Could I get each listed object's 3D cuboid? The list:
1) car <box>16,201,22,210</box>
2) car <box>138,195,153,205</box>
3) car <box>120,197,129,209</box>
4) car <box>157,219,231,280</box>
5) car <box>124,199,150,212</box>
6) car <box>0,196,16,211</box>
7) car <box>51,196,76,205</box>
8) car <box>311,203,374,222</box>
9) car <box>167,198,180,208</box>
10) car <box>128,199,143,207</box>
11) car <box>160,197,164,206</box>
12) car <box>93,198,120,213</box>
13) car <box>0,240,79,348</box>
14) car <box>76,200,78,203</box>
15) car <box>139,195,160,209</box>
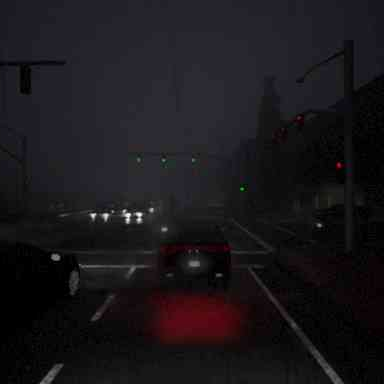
[{"bbox_3d":[-24.909,1.474,44.164,3.866,1.878,1.905,0,0,0],"label":"car"},{"bbox_3d":[-9.906,1.714,71.089,2.150,2.045,5.566,0,0,2],"label":"car"},{"bbox_3d":[-10.536,1.715,50.261,2.097,1.767,4.553,0,0,2],"label":"car"},{"bbox_3d":[0.050,1.553,10.259,1.882,1.535,5.008,0,0,0],"label":"car"},{"bbox_3d":[-7.178,1.918,43.896,1.895,1.301,4.718,0,0,1],"label":"car"},{"bbox_3d":[-24.966,1.450,41.270,4.605,1.855,1.932,0,0,0],"label":"car"},{"bbox_3d":[-24.932,1.616,63.787,3.866,1.878,1.905,0,0,0],"label":"car"},{"bbox_3d":[12.648,1.682,28.088,5.008,1.535,1.882,0,0,0],"label":"car"},{"bbox_3d":[-3.151,1.770,57.844,2.097,1.767,4.553,0,0,2],"label":"car"},{"bbox_3d":[-10.239,1.962,60.406,1.812,1.442,4.674,0,0,2],"label":"car"},{"bbox_3d":[-6.634,1.811,63.558,2.097,1.767,4.553,0,0,2],"label":"car"},{"bbox_3d":[-10.724,1.803,41.261,1.837,1.490,4.892,0,0,1],"label":"car"},{"bbox_3d":[-3.433,1.518,5.431,1.882,1.535,5.008,0,0,0],"label":"car"},{"bbox_3d":[-24.919,1.876,66.681,3.806,1.475,1.970,0,0,0],"label":"car"},{"bbox_3d":[-6.935,1.740,53.706,2.097,1.767,4.553,0,0,2],"label":"car"}]
